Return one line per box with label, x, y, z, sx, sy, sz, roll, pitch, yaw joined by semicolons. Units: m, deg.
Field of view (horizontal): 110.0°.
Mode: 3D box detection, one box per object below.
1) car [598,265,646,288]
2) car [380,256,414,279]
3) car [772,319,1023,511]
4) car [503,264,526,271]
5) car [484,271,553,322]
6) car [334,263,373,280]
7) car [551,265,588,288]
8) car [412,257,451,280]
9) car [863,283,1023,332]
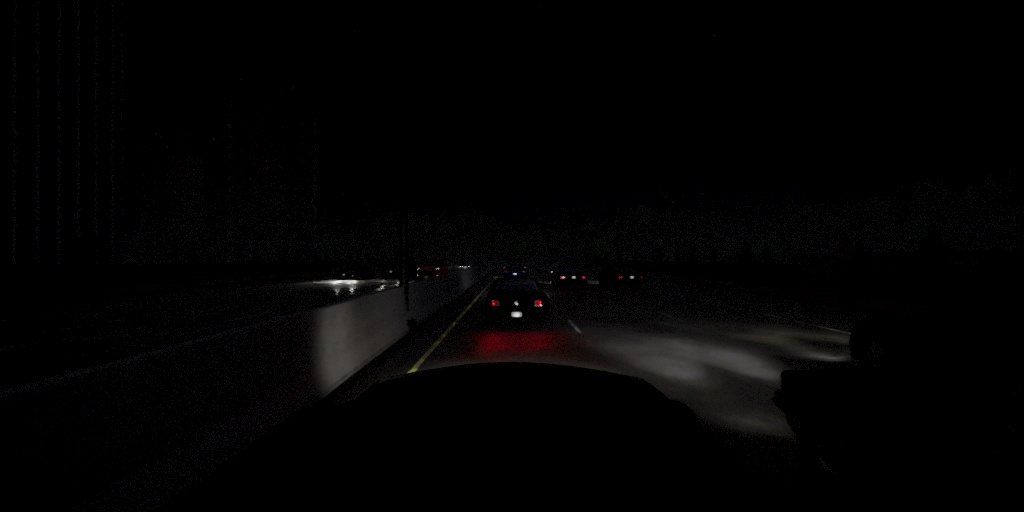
car;7.196;1.335;23.987;2.033;1.411;5.357;0;0;0
car;-10.453;1.010;33.744;2.150;2.045;5.566;0;0;0
car;3.614;1.353;1.531;1.895;1.301;4.718;0;0;0
car;0.223;1.355;29.580;1.994;1.385;4.181;0;0;0
car;0.144;1.366;12.333;1.895;1.301;4.718;0;0;0
car;-13.961;1.347;31.772;1.994;1.385;4.181;0;0;0
car;3.696;1.332;23.907;2.033;1.411;5.357;0;0;0
car;-6.962;1.140;31.670;2.097;1.767;4.553;0;0;0
car;7.124;1.112;4.547;2.097;1.767;4.553;0;0;0
